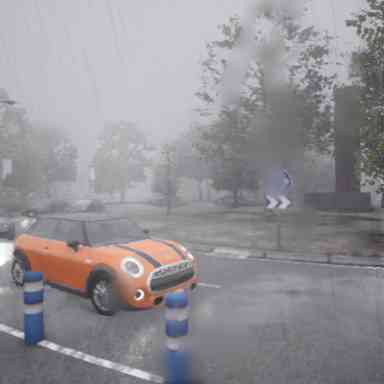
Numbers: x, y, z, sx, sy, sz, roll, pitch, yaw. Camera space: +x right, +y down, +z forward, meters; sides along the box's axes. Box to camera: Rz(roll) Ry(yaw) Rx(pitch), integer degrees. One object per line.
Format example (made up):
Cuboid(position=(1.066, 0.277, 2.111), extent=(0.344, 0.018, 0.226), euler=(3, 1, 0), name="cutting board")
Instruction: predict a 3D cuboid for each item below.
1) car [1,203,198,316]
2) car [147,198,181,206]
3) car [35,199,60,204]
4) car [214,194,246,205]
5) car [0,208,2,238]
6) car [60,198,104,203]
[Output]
Cuboid(position=(-2.073, 1.291, 7.517), extent=(4.553, 1.767, 2.097), euler=(0, 1, 36), name="car")
Cuboid(position=(-3.673, 1.044, 43.675), extent=(4.674, 1.442, 1.812), euler=(-1, 1, -36), name="car")
Cuboid(position=(-12.097, 1.307, 28.226), extent=(2.033, 1.411, 5.357), euler=(0, 1, 6), name="car")
Cuboid(position=(5.088, 1.013, 44.613), extent=(4.181, 1.385, 1.994), euler=(-1, 1, -15), name="car")
Cuboid(position=(-9.320, 1.458, 15.439), extent=(1.994, 1.385, 4.181), euler=(-1, 1, -26), name="car")
Cuboid(position=(-8.900, 1.263, 28.285), extent=(1.812, 1.442, 4.674), euler=(-1, 1, 9), name="car")
